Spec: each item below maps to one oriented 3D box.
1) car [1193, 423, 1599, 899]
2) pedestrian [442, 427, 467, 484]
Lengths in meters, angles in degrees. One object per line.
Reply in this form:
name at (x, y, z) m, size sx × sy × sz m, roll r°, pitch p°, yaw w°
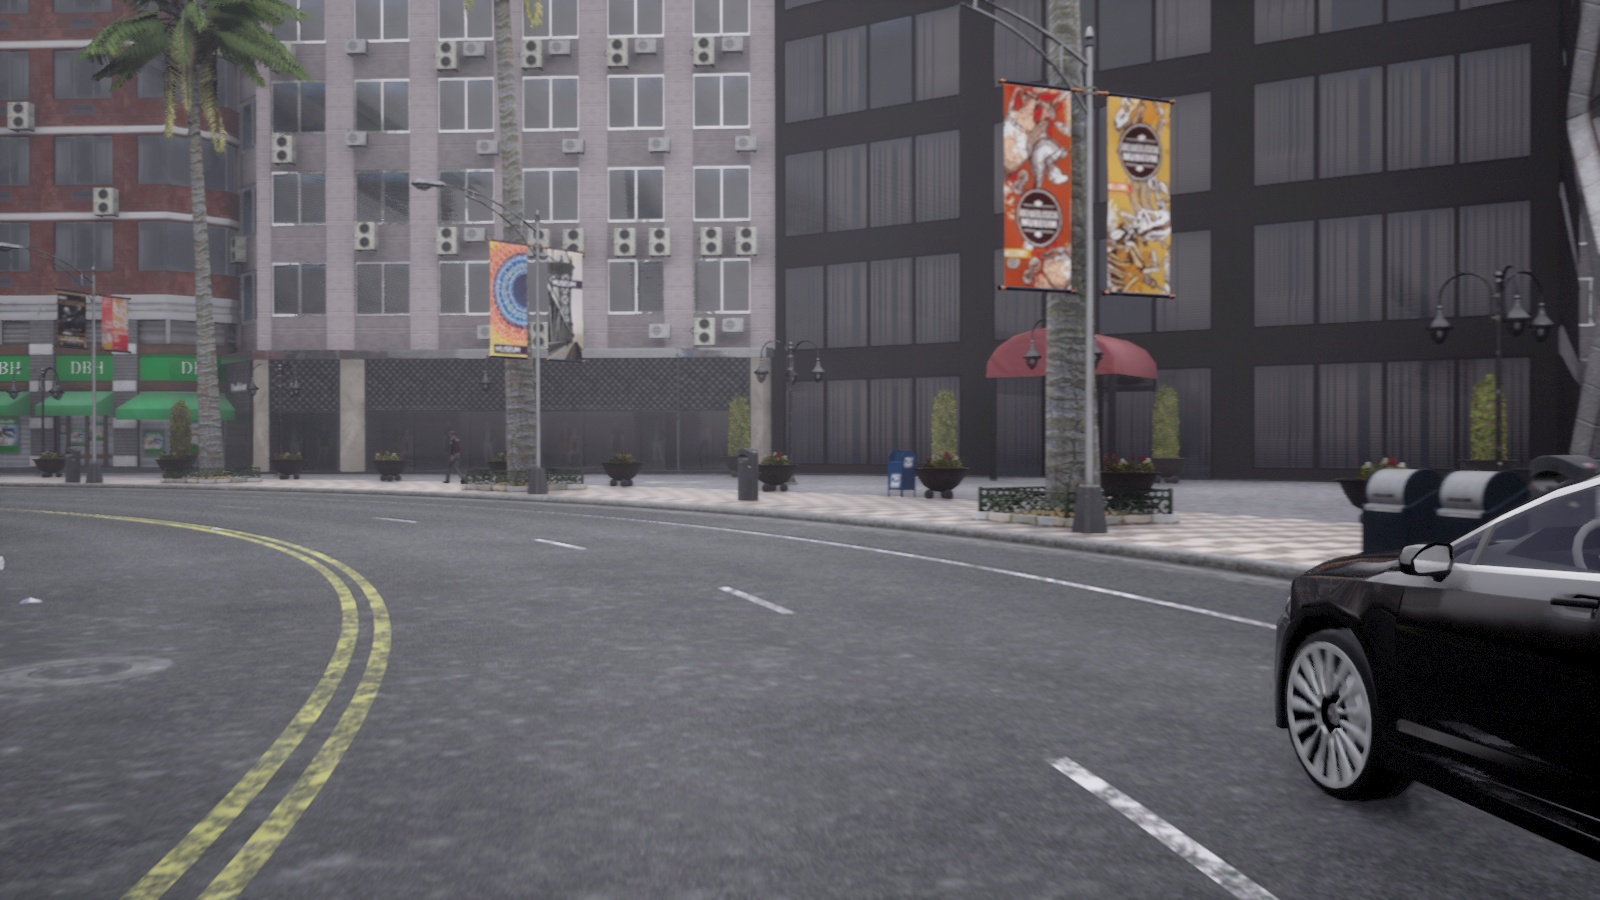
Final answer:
car at (3.217, 0.679, 3.827) m, size 2.128 × 1.511 × 4.902 m, roll 0°, pitch 0°, yaw -5°
pedestrian at (-11.246, 0.169, 40.861) m, size 0.720 × 1.854 × 0.376 m, roll 0°, pitch 0°, yaw 28°
